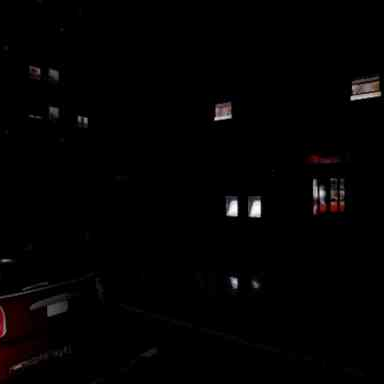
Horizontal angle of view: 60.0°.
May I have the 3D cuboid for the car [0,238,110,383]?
[{"bbox_3d":[-3.215,1.439,5.170,4.097,1.590,1.967,0,0,36],"label":"car"}]
